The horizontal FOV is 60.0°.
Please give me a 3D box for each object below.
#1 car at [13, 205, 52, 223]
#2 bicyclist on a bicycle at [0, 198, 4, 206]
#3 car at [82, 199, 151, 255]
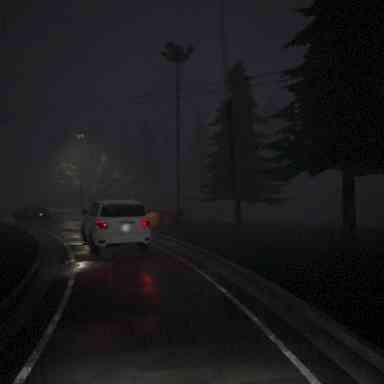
[{"bbox_3d":[-13.633,1.790,28.297,4.181,1.385,1.994,-1,-1,45],"label":"car"},{"bbox_3d":[-35.458,1.818,61.382,0.582,1.620,1.656,0,0,25],"label":"bicyclist on a bicycle"},{"bbox_3d":[-3.352,1.321,14.126,2.150,2.045,5.566,0,0,-23],"label":"car"}]
